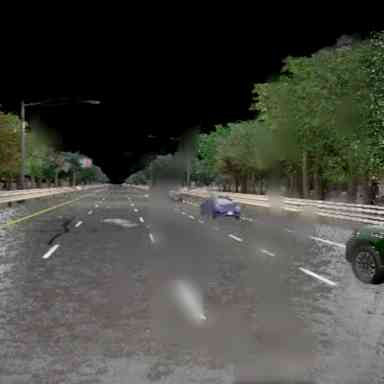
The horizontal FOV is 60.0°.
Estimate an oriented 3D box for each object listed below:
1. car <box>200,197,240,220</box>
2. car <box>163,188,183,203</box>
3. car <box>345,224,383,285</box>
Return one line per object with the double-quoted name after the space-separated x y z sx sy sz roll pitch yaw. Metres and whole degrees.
1.840 1.056 22.594 1.812 1.442 4.674 1 1 -12 "car"
-2.371 0.542 41.969 1.812 1.442 4.674 1 1 -12 "car"
5.411 1.180 6.200 2.150 2.045 5.566 1 1 -12 "car"
